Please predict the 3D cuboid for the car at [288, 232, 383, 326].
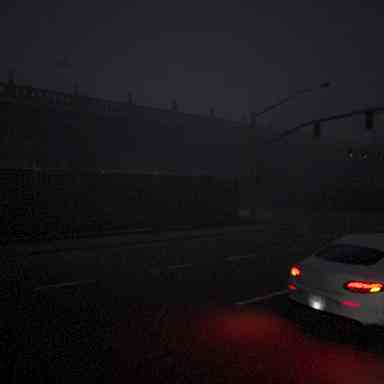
[{"bbox_3d":[3.848,1.527,6.535,4.674,1.442,1.812,0,0,-35],"label":"car"}]
